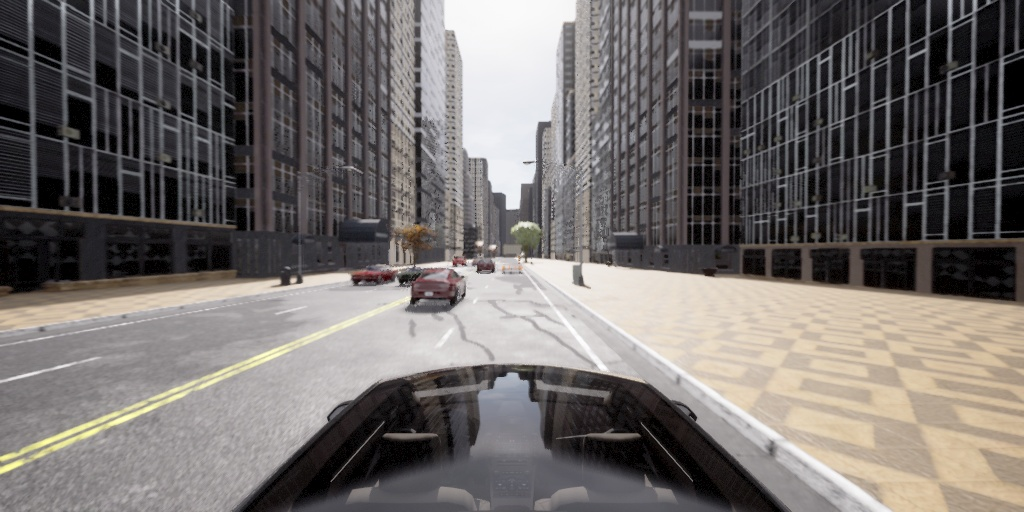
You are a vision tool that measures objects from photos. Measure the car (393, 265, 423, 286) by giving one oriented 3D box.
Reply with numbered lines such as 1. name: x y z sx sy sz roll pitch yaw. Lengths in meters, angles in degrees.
1. car: -6.602 1.350 25.527 1.895 1.301 4.718 0 0 0

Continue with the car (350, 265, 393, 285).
1. car: -9.851 1.350 25.935 1.895 1.301 4.718 0 0 0

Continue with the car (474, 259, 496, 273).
1. car: -3.161 1.102 44.740 2.097 1.767 4.553 0 0 0

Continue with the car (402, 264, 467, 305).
1. car: -3.154 1.275 15.902 1.812 1.442 4.674 0 0 0

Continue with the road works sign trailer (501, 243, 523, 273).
1. road works sign trailer: 0.007 0.214 43.983 2.380 3.560 2.880 0 0 1
